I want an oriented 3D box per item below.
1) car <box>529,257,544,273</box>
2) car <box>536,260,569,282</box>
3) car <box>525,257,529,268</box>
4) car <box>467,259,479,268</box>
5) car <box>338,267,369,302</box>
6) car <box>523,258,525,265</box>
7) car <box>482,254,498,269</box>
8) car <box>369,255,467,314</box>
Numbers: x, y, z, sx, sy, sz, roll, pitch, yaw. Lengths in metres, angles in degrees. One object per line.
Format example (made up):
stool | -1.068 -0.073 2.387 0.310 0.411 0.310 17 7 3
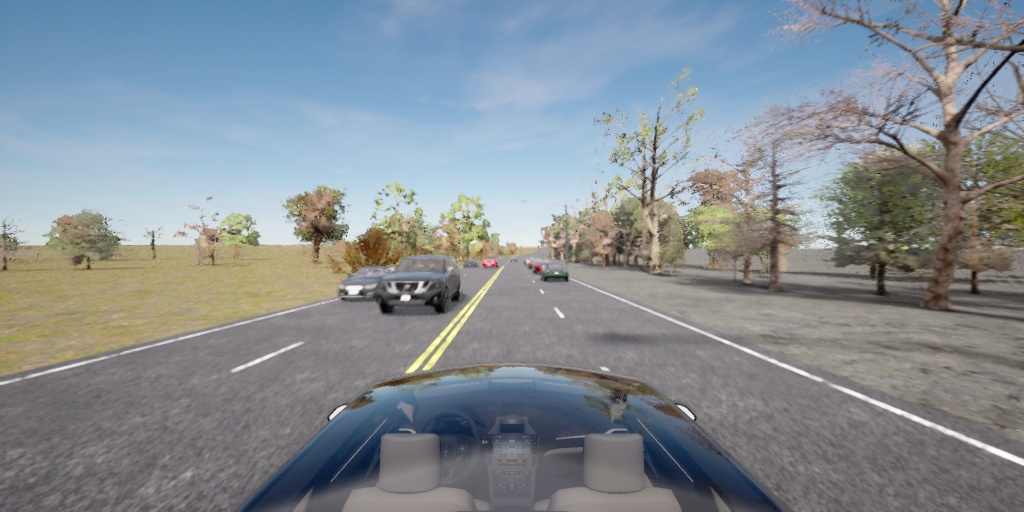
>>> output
car | 3.299 1.111 39.236 2.163 1.488 4.792 1 0 0
car | 3.270 1.220 28.210 1.994 1.385 4.181 -1 0 0
car | 3.303 1.078 50.232 2.163 1.488 4.792 0 1 0
car | -6.480 1.179 57.766 1.994 1.385 4.181 0 0 1
car | -6.584 1.248 17.359 2.128 1.511 4.902 0 0 0
car | 3.320 0.985 61.391 1.801 1.575 5.366 0 0 0
car | -3.257 0.800 54.541 2.150 2.045 5.566 -2 2 1
car | -3.336 0.968 14.045 2.150 2.045 5.566 0 0 0
